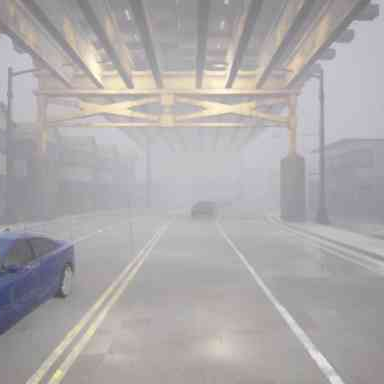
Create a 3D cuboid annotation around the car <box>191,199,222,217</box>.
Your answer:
[{"bbox_3d":[1.250,1.549,31.287,2.033,1.411,5.357,0,0,12],"label":"car"}]

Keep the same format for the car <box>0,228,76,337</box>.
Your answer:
[{"bbox_3d":[-3.592,1.479,5.652,1.882,1.535,5.008,0,0,0],"label":"car"}]

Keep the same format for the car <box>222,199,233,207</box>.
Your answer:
[{"bbox_3d":[4.076,1.612,47.405,1.895,1.301,4.718,0,0,33],"label":"car"}]

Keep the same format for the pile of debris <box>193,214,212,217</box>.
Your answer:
[{"bbox_3d":[1.023,2.177,31.032,1.500,0.140,1.860,0,0,12],"label":"pile of debris"}]
